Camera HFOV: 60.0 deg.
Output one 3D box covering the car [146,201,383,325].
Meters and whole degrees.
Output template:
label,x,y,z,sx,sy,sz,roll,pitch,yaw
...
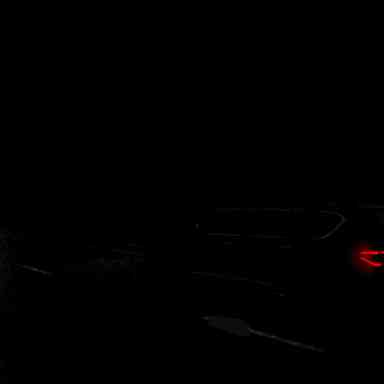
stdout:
label,x,y,z,sx,sy,sz,roll,pitch,yaw
car,1.459,1.227,7.373,5.566,2.045,2.150,-1,0,38
